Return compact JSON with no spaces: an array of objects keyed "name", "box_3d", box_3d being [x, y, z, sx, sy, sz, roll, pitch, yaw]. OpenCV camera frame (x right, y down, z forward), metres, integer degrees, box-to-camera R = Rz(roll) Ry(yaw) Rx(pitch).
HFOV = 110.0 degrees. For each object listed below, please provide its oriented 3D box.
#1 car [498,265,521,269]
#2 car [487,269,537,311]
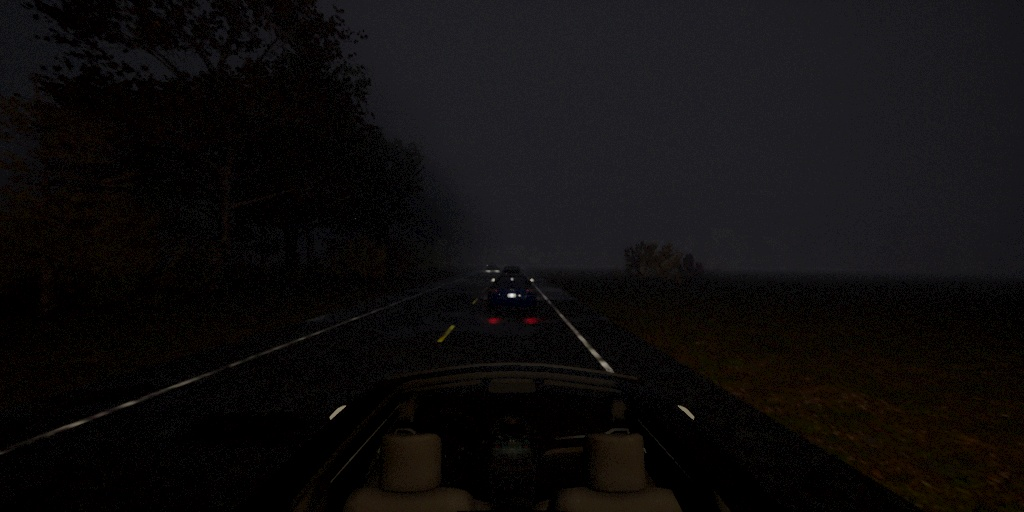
[{"name":"car","box_3d":[0.011,1.544,30.337,1.837,1.490,4.892,0,0,0]},{"name":"car","box_3d":[0.016,1.452,15.343,1.994,1.385,4.181,0,0,1]}]
